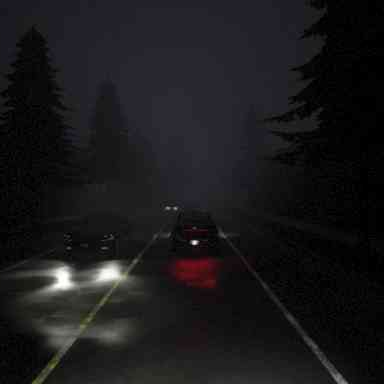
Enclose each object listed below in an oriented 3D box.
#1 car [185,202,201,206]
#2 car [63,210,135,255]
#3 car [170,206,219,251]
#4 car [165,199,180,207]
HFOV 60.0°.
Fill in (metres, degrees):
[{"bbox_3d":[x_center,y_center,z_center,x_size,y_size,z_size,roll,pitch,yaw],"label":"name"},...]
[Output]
[{"bbox_3d":[0.101,1.747,36.619,1.895,1.301,4.718,0,0,0],"label":"car"},{"bbox_3d":[-3.601,1.533,13.674,1.882,1.535,5.008,0,0,0],"label":"car"},{"bbox_3d":[0.099,1.562,14.360,1.837,1.490,4.892,0,0,0],"label":"car"},{"bbox_3d":[-3.153,1.785,55.408,1.994,1.385,4.181,0,0,6],"label":"car"}]
